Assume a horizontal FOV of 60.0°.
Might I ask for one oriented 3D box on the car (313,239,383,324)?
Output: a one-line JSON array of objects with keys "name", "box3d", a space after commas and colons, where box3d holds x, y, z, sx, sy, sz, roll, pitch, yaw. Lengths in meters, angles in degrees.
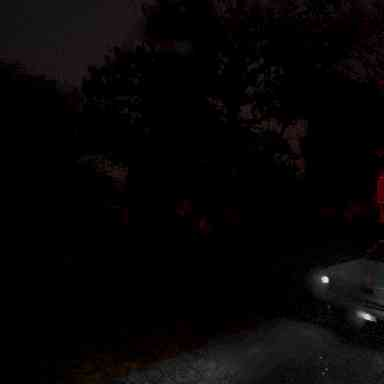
[{"name": "car", "box3d": [4.408, 1.587, 6.420, 4.718, 1.301, 1.895, 0, 1, -37]}]
